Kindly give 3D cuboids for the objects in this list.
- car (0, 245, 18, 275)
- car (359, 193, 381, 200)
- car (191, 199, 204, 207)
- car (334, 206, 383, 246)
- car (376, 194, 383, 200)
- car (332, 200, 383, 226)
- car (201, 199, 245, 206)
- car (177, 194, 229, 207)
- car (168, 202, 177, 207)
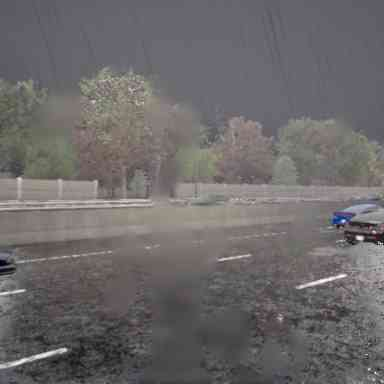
[{"bbox_3d":[-6.957,1.549,7.383,5.357,1.411,2.033,0,0,-36],"label":"car"},{"bbox_3d":[33.623,1.248,62.239,5.566,2.045,2.150,0,0,-35],"label":"car"},{"bbox_3d":[2.570,1.587,31.616,4.718,1.301,1.895,0,0,-35],"label":"car"},{"bbox_3d":[8.312,1.494,13.969,4.892,1.490,1.837,0,0,-35],"label":"car"},{"bbox_3d":[35.679,1.563,59.407,5.357,1.411,2.033,0,0,-35],"label":"car"},{"bbox_3d":[10.382,1.463,19.744,5.008,1.535,1.882,0,0,-36],"label":"car"},{"bbox_3d":[3.259,1.550,27.805,4.181,1.385,1.994,0,0,-35],"label":"car"},{"bbox_3d":[1.640,1.206,35.246,5.566,2.045,2.150,0,0,-35],"label":"car"},{"bbox_3d":[-0.704,1.549,37.872,4.181,1.385,1.994,0,0,-35],"label":"car"}]
